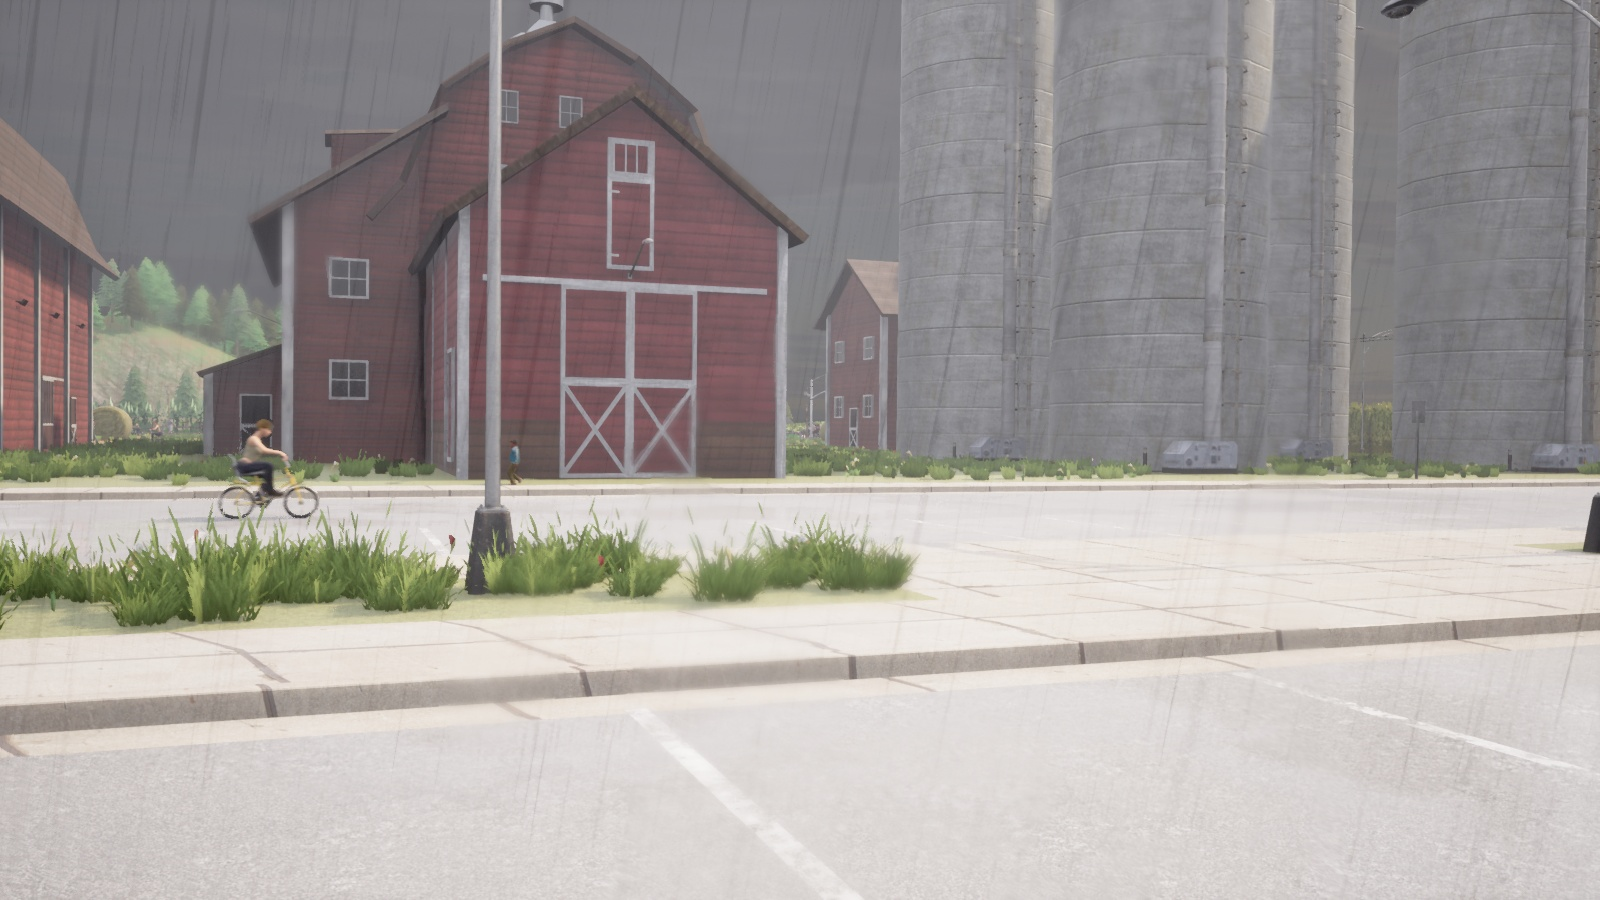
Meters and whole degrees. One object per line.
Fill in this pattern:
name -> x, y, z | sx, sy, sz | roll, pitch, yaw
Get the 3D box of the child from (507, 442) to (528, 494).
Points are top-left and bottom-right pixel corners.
child -> -6.681, 0.423, 29.668 | 0.448, 1.192, 0.343 | -1, 1, -16

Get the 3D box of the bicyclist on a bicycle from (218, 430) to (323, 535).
bicyclist on a bicycle -> -8.486, 0.498, 20.195 | 1.509, 1.612, 0.866 | -1, 1, -21
